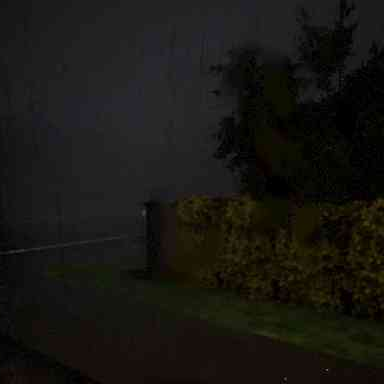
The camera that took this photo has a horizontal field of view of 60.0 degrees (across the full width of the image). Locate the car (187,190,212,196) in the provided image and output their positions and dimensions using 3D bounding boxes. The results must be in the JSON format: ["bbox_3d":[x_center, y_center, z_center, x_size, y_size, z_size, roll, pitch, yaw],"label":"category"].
[{"bbox_3d":[1.821,0.823,50.976,1.882,1.535,5.008,1,2,35],"label":"car"}]

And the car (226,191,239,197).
[{"bbox_3d":[8.573,0.276,66.580,2.097,1.767,4.553,1,1,35],"label":"car"}]

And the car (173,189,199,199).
[{"bbox_3d":[-0.736,0.522,53.408,2.150,2.045,5.566,1,2,35],"label":"car"}]
